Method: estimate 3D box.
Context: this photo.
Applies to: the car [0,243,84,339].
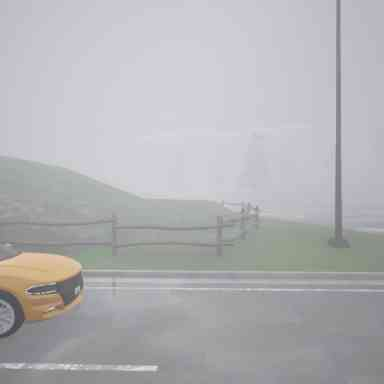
[{"bbox_3d":[-4.539,1.478,6.035,5.008,1.535,1.882,0,0,2],"label":"car"}]
